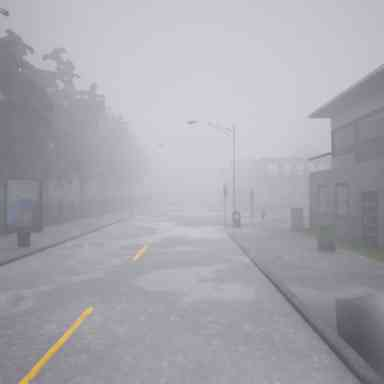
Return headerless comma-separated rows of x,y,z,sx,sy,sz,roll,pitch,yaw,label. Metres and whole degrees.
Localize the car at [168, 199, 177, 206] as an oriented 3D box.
-3.934,2.196,67.909,2.033,1.411,5.357,1,-1,0,car
